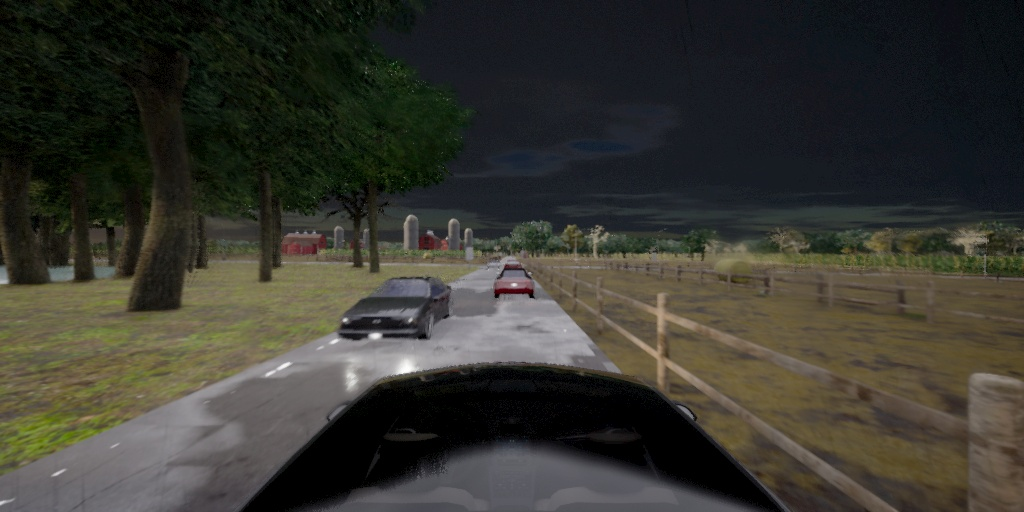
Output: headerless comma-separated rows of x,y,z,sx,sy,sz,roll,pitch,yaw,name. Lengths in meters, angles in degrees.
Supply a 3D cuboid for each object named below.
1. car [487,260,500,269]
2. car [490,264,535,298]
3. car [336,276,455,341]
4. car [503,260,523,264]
-2.735,1.277,54.314,1.895,1.301,4.718,0,0,0,car
0.104,1.289,18.451,1.994,1.385,4.181,0,0,0,car
-2.847,1.287,10.139,2.033,1.411,5.357,0,0,0,car
0.110,1.156,37.385,1.882,1.535,5.008,0,0,0,car
